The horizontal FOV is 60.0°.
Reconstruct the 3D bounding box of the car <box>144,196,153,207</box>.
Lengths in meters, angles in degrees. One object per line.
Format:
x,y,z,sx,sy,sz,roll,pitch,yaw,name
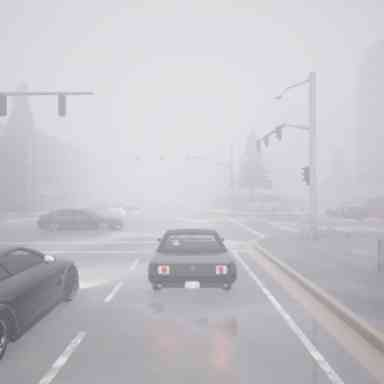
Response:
-8.610,1.902,58.460,2.033,1.411,5.357,0,0,-1,car

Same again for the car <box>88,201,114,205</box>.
-11.713,1.801,41.630,2.033,1.411,5.357,0,0,-1,car

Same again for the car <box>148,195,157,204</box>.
-8.928,1.668,73.724,2.150,2.045,5.566,0,0,-1,car

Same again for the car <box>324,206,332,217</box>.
15.086,1.546,31.745,4.553,1.767,2.097,0,0,-2,car

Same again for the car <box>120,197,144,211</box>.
-8.311,1.808,46.381,1.812,1.442,4.674,0,0,-1,car

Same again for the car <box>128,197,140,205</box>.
-12.369,1.929,71.370,1.837,1.490,4.892,0,0,-1,car

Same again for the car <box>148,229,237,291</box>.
-0.020,1.657,9.135,1.895,1.301,4.718,0,0,-1,car

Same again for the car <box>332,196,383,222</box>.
15.397,1.388,28.254,5.566,2.045,2.150,-1,0,-2,car

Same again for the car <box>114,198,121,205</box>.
-12.046,1.828,55.740,2.128,1.511,4.902,0,0,-1,car

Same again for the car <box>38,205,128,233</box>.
-6.628,1.716,20.023,4.892,1.490,1.837,0,0,-4,car

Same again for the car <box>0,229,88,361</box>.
-3.473,1.600,5.694,1.994,1.385,4.181,0,0,0,car
